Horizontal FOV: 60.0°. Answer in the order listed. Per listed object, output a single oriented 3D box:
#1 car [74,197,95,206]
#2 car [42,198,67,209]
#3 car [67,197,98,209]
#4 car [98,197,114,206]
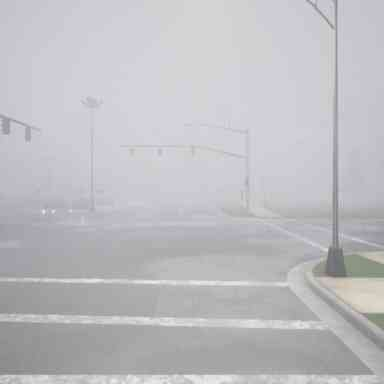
[{"bbox_3d":[-17.820,1.600,55.168,1.895,1.301,4.718,0,0,1],"label":"car"},{"bbox_3d":[-18.007,1.547,44.397,2.033,1.411,5.357,0,0,1],"label":"car"},{"bbox_3d":[-14.506,1.504,44.325,1.837,1.490,4.892,0,0,1],"label":"car"},{"bbox_3d":[-14.312,1.564,55.312,1.994,1.385,4.181,0,0,1],"label":"car"}]
